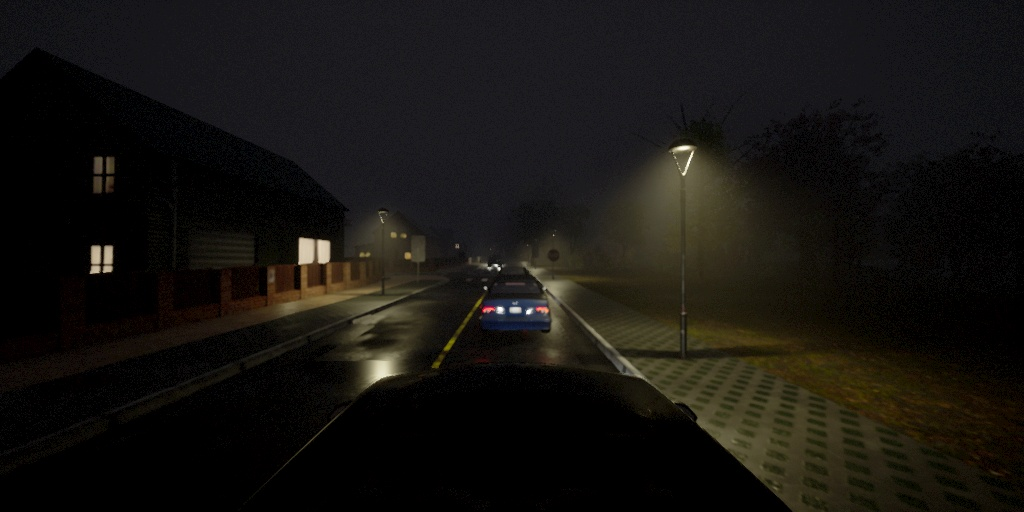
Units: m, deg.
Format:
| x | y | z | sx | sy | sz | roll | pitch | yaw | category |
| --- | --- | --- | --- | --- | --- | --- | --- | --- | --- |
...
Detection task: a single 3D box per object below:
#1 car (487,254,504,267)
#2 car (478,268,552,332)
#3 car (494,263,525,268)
| x | y | z | sx | sy | sz | roll | pitch | yaw | category |
| --- | --- | --- | --- | --- | --- | --- | --- | --- | --- |
| -2.763 | 0.711 | 58.549 | 2.150 | 2.045 | 5.566 | 0 | 0 | 1 | car |
| 0.088 | 1.244 | 10.556 | 2.033 | 1.411 | 5.357 | 0 | 0 | 0 | car |
| 0.069 | 1.244 | 20.345 | 1.895 | 1.301 | 4.718 | 0 | 0 | 0 | car |
